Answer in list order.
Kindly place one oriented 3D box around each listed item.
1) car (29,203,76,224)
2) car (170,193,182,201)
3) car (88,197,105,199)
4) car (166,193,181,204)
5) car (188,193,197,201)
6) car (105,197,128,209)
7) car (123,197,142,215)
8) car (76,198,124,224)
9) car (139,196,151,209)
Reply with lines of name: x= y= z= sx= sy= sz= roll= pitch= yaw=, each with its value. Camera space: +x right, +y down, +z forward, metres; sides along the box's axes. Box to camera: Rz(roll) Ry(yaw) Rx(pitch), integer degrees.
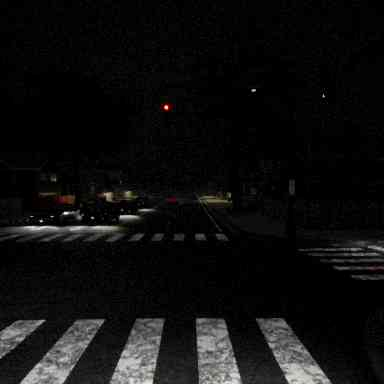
car: x=-9.855 y=1.512 z=24.405 sx=2.033 sy=1.411 sz=5.357 roll=0 pitch=0 yaw=0
car: x=-3.160 y=0.939 z=67.773 sx=2.128 sy=1.511 sz=4.902 roll=0 pitch=1 yaw=0
car: x=-9.853 y=1.286 z=33.789 sx=2.097 sy=1.767 sz=4.553 roll=0 pitch=0 yaw=0
car: x=-3.158 y=1.262 z=54.656 sx=1.895 sy=1.301 sz=4.718 roll=0 pitch=1 yaw=0
car: x=0.093 y=0.936 z=67.084 sx=1.882 sy=1.535 sz=5.008 roll=0 pitch=1 yaw=0
car: x=-9.847 y=1.432 z=43.836 sx=1.895 sy=1.301 sz=4.718 roll=0 pitch=1 yaw=0
car: x=-6.601 y=1.500 z=33.381 sx=1.994 sy=1.385 sz=4.181 roll=0 pitch=0 yaw=0
car: x=-6.603 y=1.469 z=24.484 sx=1.837 sy=1.490 sz=4.892 roll=0 pitch=0 yaw=0
car: x=-6.595 y=1.337 z=43.785 sx=1.837 sy=1.490 sz=4.892 roll=0 pitch=1 yaw=0
